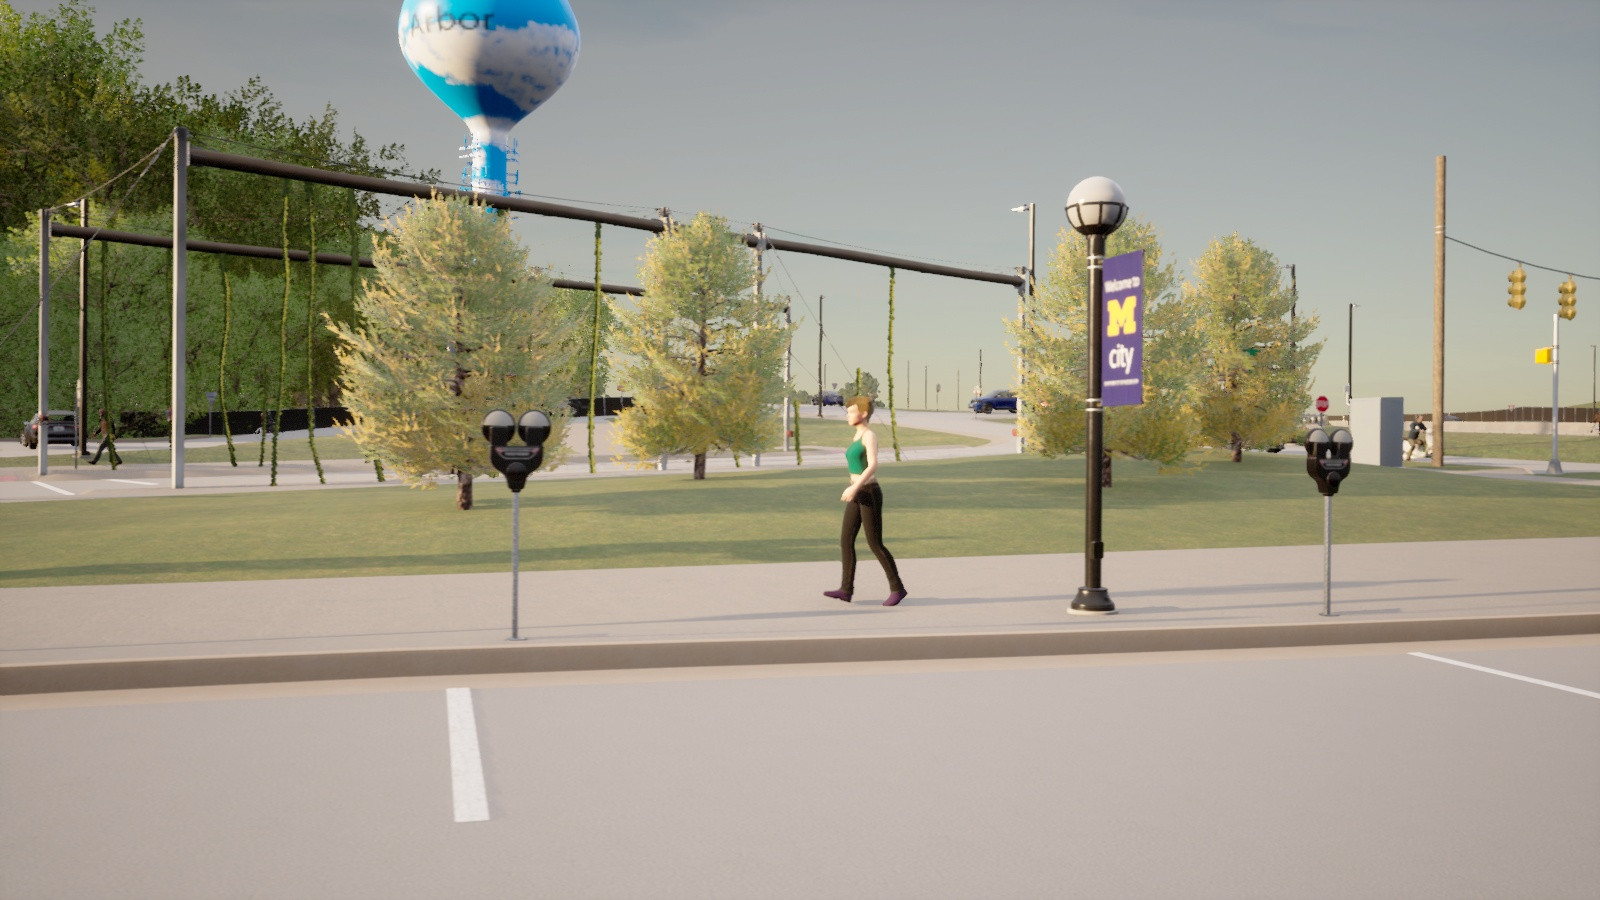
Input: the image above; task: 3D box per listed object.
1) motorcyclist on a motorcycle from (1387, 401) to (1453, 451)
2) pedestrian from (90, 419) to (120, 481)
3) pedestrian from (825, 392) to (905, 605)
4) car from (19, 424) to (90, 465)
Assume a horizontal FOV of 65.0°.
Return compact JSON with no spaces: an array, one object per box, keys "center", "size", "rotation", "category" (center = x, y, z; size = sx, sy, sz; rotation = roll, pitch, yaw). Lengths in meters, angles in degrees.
[{"center":[20.212,-0.782,40.966],"size":[0.866,1.590,1.817],"rotation":[-1,2,-19],"category":"motorcyclist on a motorcycle"},{"center":[-21.029,0.003,38.003],"size":[0.720,1.854,0.376],"rotation":[-1,0,-43],"category":"pedestrian"},{"center":[0.569,0.411,11.064],"size":[0.594,1.836,0.345],"rotation":[-1,0,-18],"category":"pedestrian"},{"center":[-33.283,-0.282,56.042],"size":[2.242,1.667,4.611],"rotation":[-2,3,-36],"category":"car"}]
